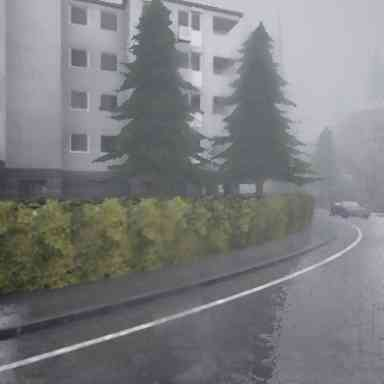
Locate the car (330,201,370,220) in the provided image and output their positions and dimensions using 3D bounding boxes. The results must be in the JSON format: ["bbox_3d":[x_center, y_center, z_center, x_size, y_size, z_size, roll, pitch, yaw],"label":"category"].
[{"bbox_3d":[13.014,1.455,27.768,1.812,1.442,4.674,0,0,3],"label":"car"}]
